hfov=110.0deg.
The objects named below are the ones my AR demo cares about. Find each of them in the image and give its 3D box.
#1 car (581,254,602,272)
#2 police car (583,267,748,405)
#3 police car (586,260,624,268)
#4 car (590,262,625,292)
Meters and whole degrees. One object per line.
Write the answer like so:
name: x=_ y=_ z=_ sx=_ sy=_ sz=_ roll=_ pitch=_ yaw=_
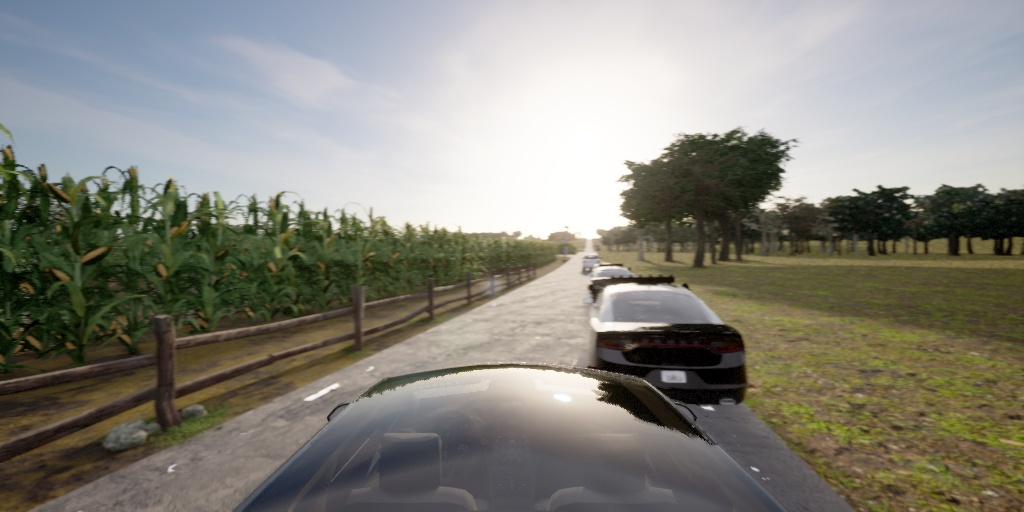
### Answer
car: x=9.672 y=0.773 z=43.633 sx=2.150 sy=2.045 sz=5.566 roll=-1 pitch=1 yaw=13
police car: x=2.362 y=1.155 z=6.556 sx=1.930 sy=1.638 sz=5.238 roll=-1 pitch=0 yaw=12
police car: x=4.505 y=1.152 z=16.325 sx=1.930 sy=1.638 sz=5.238 roll=-1 pitch=0 yaw=12
car: x=5.768 y=1.215 z=22.078 sx=1.837 sy=1.490 sz=4.892 roll=-1 pitch=0 yaw=12
